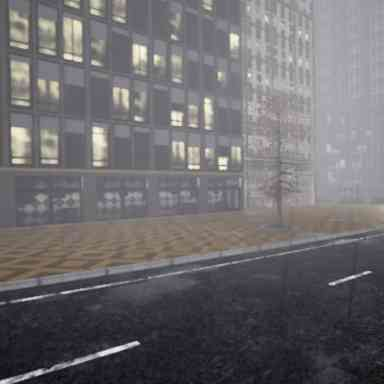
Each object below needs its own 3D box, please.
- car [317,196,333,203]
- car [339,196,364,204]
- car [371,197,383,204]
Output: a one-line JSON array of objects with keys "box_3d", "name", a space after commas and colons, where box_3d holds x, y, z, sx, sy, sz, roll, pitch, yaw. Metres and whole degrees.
[{"box_3d": [24.224, 1.357, 62.334, 1.947, 1.339, 4.313, -1, 1, -38], "name": "car"}, {"box_3d": [27.652, 1.402, 57.801, 1.802, 1.307, 4.206, -1, 1, -38], "name": "car"}, {"box_3d": [31.112, 1.414, 53.290, 1.947, 1.339, 4.313, -1, 1, -38], "name": "car"}]
